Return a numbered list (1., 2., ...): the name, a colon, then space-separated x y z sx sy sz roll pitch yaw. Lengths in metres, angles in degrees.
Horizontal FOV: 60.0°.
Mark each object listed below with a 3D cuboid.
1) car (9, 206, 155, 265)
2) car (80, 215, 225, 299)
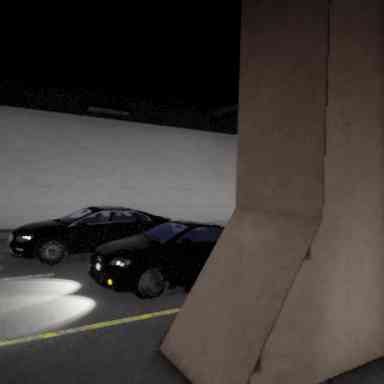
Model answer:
1. car: -2.908 1.196 10.379 4.902 1.511 2.128 1 1 -31
2. car: -0.219 1.390 7.915 4.181 1.385 1.994 1 1 -31
